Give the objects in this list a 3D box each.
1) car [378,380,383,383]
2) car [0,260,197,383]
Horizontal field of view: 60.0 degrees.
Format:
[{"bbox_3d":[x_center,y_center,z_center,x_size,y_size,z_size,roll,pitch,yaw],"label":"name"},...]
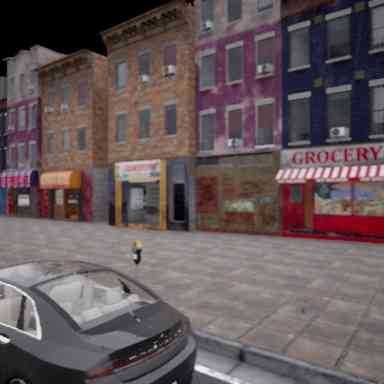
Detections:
[{"bbox_3d":[2.520,1.430,1.007,4.097,1.590,1.967,0,0,36],"label":"car"},{"bbox_3d":[-1.999,1.573,4.240,4.403,1.369,2.008,0,0,36],"label":"car"}]
